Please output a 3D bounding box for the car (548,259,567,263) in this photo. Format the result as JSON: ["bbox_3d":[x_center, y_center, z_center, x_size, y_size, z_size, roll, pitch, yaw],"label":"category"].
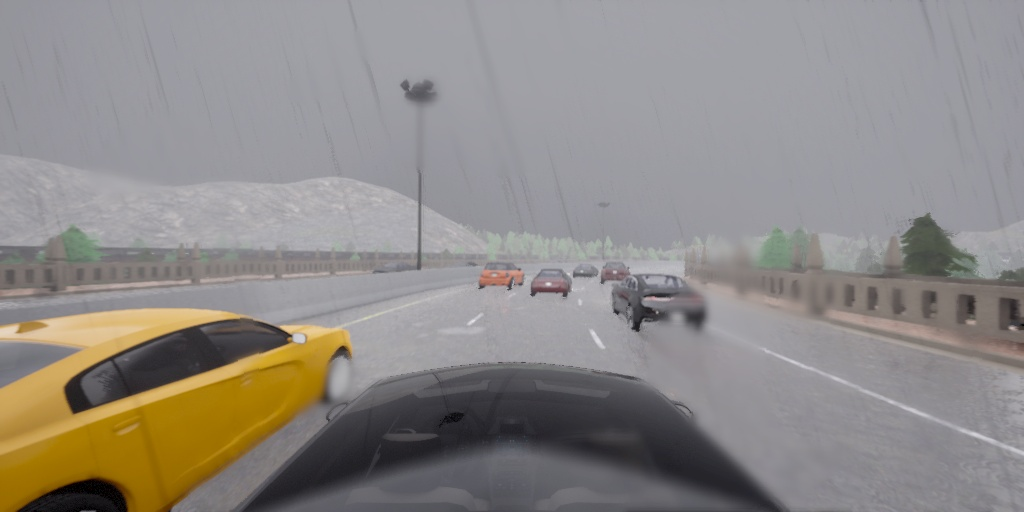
[{"bbox_3d":[6.664,1.470,57.392,1.837,1.490,4.892,0,-1,29],"label":"car"}]

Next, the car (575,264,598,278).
[{"bbox_3d":[7.521,1.467,36.435,1.994,1.385,4.181,0,0,23],"label":"car"}]

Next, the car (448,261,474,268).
[{"bbox_3d":[-5.620,1.349,41.749,1.837,1.490,4.892,0,-1,23],"label":"car"}]

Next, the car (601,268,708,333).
[{"bbox_3d":[4.297,1.297,11.125,2.128,1.511,4.902,0,0,6],"label":"car"}]

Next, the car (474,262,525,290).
[{"bbox_3d":[-0.552,1.167,23.274,2.097,1.767,4.553,0,0,13],"label":"car"}]

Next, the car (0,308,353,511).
[{"bbox_3d":[-3.267,1.213,3.268,1.882,1.535,5.008,0,0,1],"label":"car"}]

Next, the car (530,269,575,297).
[{"bbox_3d":[2.238,1.384,19.883,1.994,1.385,4.181,0,0,12],"label":"car"}]

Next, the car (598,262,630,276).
[{"bbox_3d":[8.288,1.235,28.665,2.097,1.767,4.553,0,0,18],"label":"car"}]

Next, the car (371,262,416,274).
[{"bbox_3d":[-11.643,1.337,35.928,2.033,1.411,5.357,0,0,19],"label":"car"}]
